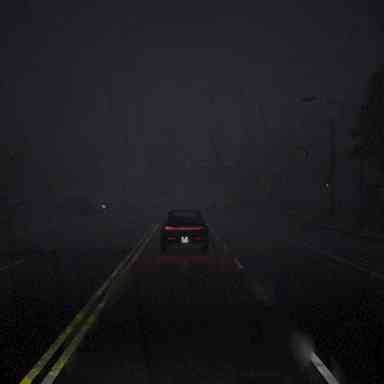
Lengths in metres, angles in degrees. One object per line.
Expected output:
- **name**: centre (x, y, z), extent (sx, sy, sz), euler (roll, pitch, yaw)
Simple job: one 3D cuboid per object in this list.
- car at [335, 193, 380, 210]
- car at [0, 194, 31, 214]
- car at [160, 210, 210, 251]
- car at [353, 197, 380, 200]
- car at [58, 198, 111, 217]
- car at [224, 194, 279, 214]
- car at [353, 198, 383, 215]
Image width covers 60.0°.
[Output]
- **car**: centre (21.131, 1.165, 42.318), extent (5.566, 2.045, 2.150), euler (0, 0, -2)
- **car**: centre (-19.461, 1.168, 33.833), extent (5.566, 2.045, 2.150), euler (0, 0, -2)
- **car**: centre (-0.319, 1.491, 14.085), extent (2.128, 1.511, 4.902), euler (0, 0, -2)
- **car**: centre (21.917, 1.545, 38.843), extent (4.718, 1.301, 1.895), euler (0, 0, -2)
- **car**: centre (-9.828, 1.333, 30.633), extent (4.553, 1.767, 2.097), euler (0, 0, -2)
- **car**: centre (6.149, 1.183, 34.647), extent (5.566, 2.045, 2.150), euler (0, 0, -2)
- **car**: centre (18.697, 1.491, 31.553), extent (5.357, 1.411, 2.033), euler (0, 0, -2)
